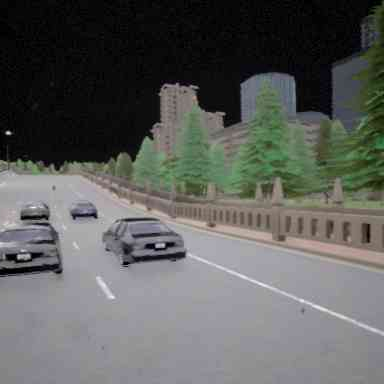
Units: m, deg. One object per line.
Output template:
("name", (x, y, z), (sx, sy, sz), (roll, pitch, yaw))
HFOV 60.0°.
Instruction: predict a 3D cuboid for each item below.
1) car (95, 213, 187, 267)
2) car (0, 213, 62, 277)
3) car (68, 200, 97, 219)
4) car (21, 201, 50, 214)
("car", (-1.943, 1.613, 11.886), (2.033, 1.411, 5.357), (-1, 0, -24))
("car", (-5.142, 1.652, 10.466), (2.033, 1.411, 5.357), (-1, 0, -24))
("car", (-9.074, 1.366, 27.529), (1.994, 1.385, 4.181), (-1, 3, -24))
("car", (-12.227, 1.408, 26.008), (1.994, 1.385, 4.181), (-1, 3, -24))
